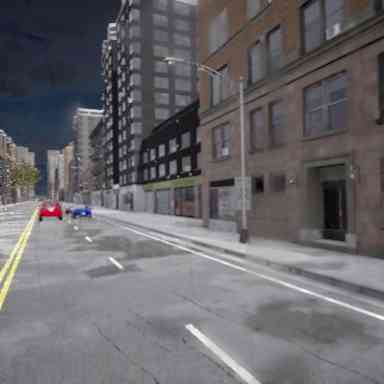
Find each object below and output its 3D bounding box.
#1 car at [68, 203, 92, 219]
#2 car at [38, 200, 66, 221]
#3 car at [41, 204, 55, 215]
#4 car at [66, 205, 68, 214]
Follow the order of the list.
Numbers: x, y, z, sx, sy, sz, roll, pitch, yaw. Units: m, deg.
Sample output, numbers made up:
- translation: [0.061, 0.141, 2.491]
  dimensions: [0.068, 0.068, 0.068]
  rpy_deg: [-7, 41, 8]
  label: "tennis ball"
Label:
- translation: [-12.509, 2.161, 37.546]
  dimensions: [1.882, 1.535, 5.008]
  rpy_deg: [-1, -1, -24]
  label: "car"
- translation: [-14.756, 1.904, 34.728]
  dimensions: [2.150, 2.045, 5.566]
  rpy_deg: [-1, -1, -24]
  label: "car"
- translation: [-20.969, 2.482, 48.559]
  dimensions: [1.812, 1.442, 4.674]
  rpy_deg: [-1, -1, -23]
  label: "car"
- translation: [-16.835, 2.365, 47.066]
  dimensions: [2.128, 1.511, 4.902]
  rpy_deg: [-1, -1, -24]
  label: "car"
